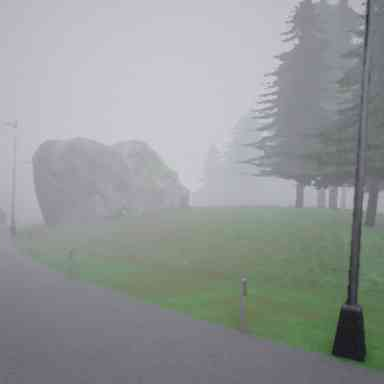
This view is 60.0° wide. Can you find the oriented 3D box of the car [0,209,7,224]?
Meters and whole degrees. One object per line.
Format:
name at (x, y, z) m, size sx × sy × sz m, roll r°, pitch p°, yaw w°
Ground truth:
car at (-20.943, 2.329, 34.175) m, size 2.150 × 2.045 × 5.566 m, roll 3°, pitch -4°, yaw -11°
